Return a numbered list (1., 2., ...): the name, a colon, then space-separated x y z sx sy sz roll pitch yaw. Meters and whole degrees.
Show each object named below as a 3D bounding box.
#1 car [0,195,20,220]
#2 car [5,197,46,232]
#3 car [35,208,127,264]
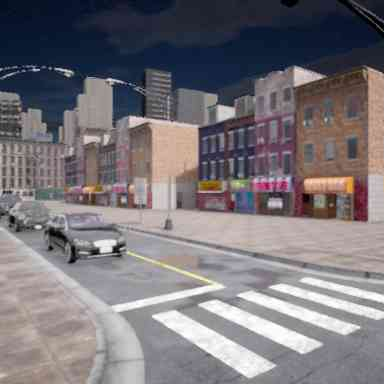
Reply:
1. car: -16.058 1.300 29.242 2.150 2.045 5.566 0 0 -35
2. car: -9.919 1.396 20.539 2.097 1.767 4.553 0 0 -35
3. car: -4.040 1.513 12.217 2.128 1.511 4.902 0 0 -35
